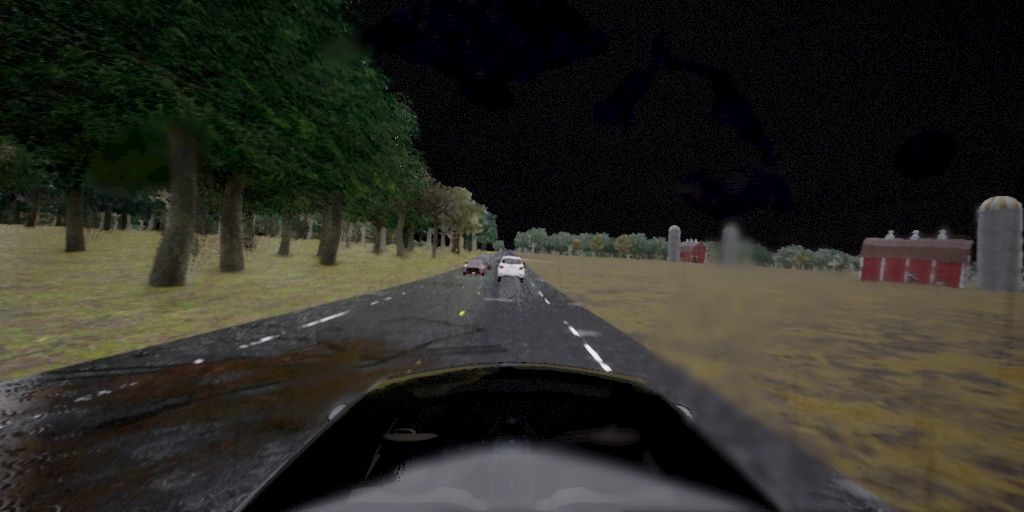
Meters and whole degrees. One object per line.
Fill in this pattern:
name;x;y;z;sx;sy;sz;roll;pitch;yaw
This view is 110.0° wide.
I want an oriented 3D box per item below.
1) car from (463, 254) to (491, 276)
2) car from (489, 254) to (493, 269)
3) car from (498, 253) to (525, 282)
car;-3.615;0.992;35.882;2.097;1.767;4.553;3;0;0
car;-3.686;0.788;46.626;2.150;2.045;5.566;3;1;0
car;-0.081;1.091;31.414;2.150;2.045;5.566;3;0;0
